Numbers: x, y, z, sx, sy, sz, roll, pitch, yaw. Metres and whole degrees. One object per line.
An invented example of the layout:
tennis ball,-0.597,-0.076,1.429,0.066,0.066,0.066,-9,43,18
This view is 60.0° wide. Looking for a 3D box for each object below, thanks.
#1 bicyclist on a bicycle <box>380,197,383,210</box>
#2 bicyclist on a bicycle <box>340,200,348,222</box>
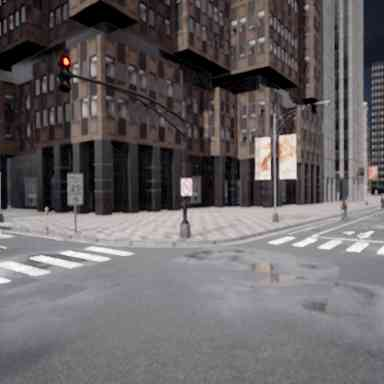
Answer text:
bicyclist on a bicycle,23.589,1.402,41.225,0.582,1.620,1.656,0,0,37
bicyclist on a bicycle,11.401,1.421,24.909,0.582,1.620,1.656,0,0,37
